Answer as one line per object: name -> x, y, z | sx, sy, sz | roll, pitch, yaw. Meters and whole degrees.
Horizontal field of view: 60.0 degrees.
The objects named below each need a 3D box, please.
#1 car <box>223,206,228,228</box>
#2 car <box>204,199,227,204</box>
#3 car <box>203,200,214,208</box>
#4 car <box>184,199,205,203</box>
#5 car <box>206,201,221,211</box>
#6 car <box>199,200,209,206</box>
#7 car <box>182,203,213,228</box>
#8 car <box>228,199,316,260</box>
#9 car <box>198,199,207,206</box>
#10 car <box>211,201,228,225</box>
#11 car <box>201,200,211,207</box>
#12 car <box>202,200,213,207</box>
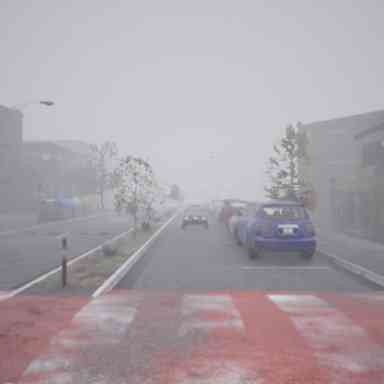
car -> 3.088, 1.716, 18.695 | 2.002, 1.452, 4.674 | 0, -1, 0
car -> 3.235, 1.935, 46.272 | 2.185, 1.767, 4.553 | 0, -1, 0
car -> 3.354, 2.423, 68.378 | 2.231, 1.521, 4.892 | 0, -1, 0
car -> 0.312, 2.011, 41.341 | 1.837, 1.490, 4.892 | 0, -1, 0
car -> 3.266, 2.193, 51.945 | 2.002, 1.452, 4.674 | 0, -1, 0
car -> 3.089, 2.776, 84.986 | 2.097, 1.535, 5.008 | 0, -1, -2
car -> 0.221, 1.816, 24.530 | 2.033, 1.411, 5.357 | 0, -1, 0
car -> 3.059, 1.364, 13.211 | 2.435, 2.045, 5.566 | 0, -1, 0
car -> 2.770, 2.777, 90.502 | 2.185, 1.767, 4.553 | 0, -1, -3
car -> 3.148, 1.817, 29.735 | 2.231, 1.521, 4.892 | 0, -1, 0
car -> 3.292, 2.689, 79.442 | 2.002, 1.452, 4.674 | 0, -1, -1
car -> 3.375, 2.527, 73.896 | 2.231, 1.521, 4.892 | 0, -1, 0
